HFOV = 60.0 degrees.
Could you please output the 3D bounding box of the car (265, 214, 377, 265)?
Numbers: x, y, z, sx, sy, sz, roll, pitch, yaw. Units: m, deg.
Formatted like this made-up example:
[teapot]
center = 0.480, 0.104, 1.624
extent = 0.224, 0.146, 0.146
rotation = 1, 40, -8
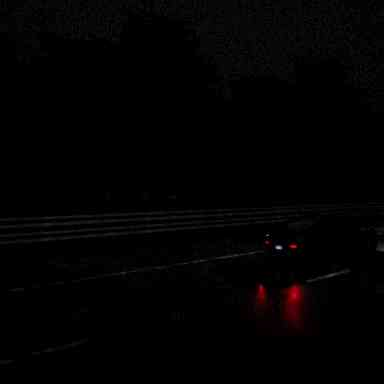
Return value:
[car]
center = 4.519, 1.502, 11.522
extent = 4.674, 1.442, 1.812
rotation = 0, 0, -36
